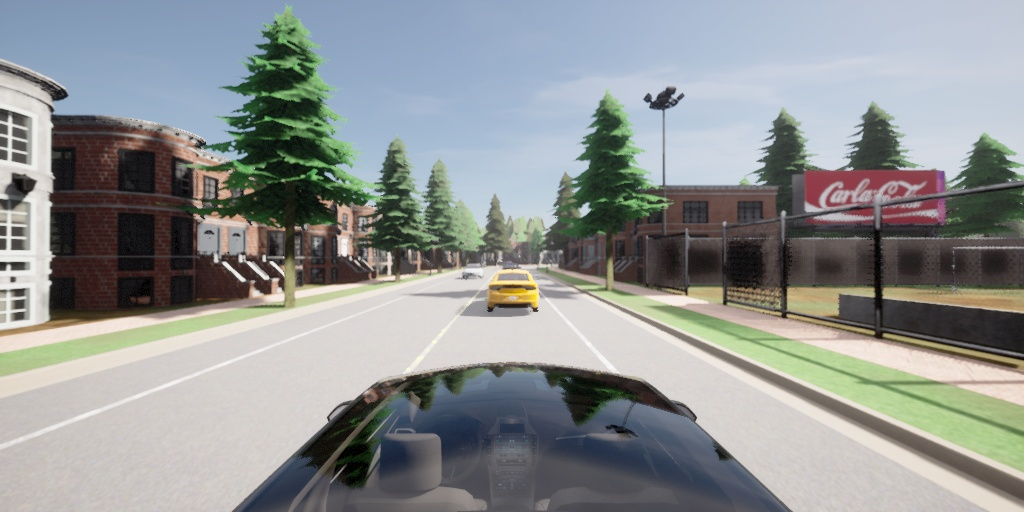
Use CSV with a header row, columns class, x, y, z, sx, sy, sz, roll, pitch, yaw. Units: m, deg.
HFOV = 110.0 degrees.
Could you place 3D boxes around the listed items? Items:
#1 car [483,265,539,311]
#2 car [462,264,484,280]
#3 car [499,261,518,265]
class,x,y,z,sx,sy,sz,roll,pitch,yaw
car,0.027,1.319,14.889,1.882,1.535,5.008,0,0,0
car,-3.756,1.508,35.063,1.812,1.442,4.674,0,0,0
car,-0.066,1.473,35.173,2.128,1.511,4.902,0,0,0
